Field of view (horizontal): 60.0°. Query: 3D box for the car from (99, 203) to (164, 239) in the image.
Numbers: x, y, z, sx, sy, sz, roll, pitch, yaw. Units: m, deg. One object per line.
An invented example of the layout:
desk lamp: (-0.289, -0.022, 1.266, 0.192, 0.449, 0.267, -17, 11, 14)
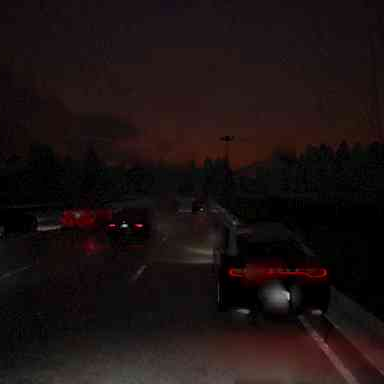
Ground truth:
car: (-2.902, 1.541, 17.256, 2.033, 1.411, 5.357, 0, 0, 2)

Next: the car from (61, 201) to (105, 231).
car: (-6.313, 1.344, 20.668, 2.097, 1.767, 4.553, 0, 0, 1)

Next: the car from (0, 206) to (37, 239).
car: (-9.904, 1.497, 17.283, 1.837, 1.490, 4.892, 0, 0, 2)

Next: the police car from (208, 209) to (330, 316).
police car: (1.475, 1.422, 7.790, 1.930, 1.638, 5.238, 0, 0, 2)

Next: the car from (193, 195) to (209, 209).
car: (1.239, 1.335, 44.778, 2.097, 1.767, 4.553, 0, 0, 2)

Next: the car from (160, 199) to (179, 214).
car: (-2.422, 1.478, 35.442, 2.128, 1.511, 4.902, 0, 0, 1)

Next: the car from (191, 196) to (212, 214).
car: (1.021, 1.491, 34.827, 1.837, 1.490, 4.892, 0, 0, 2)
